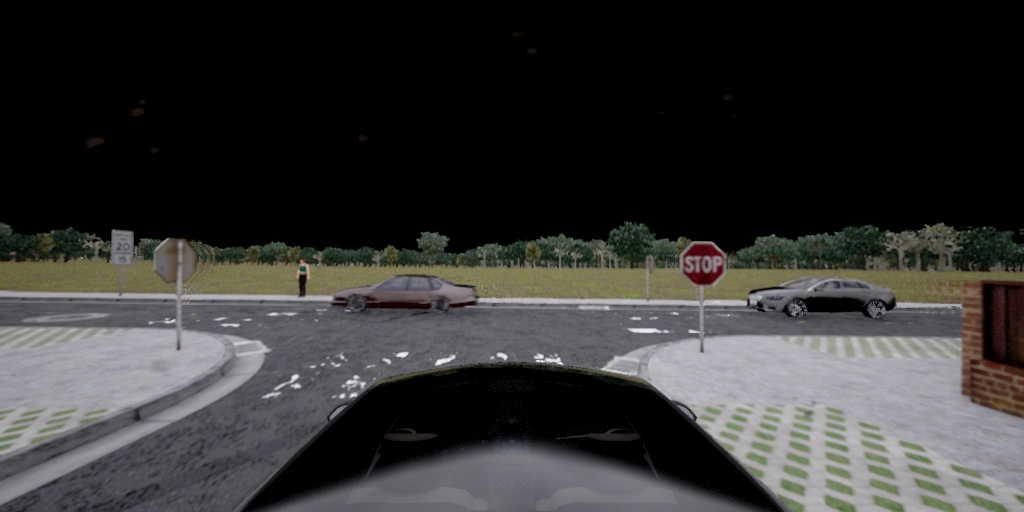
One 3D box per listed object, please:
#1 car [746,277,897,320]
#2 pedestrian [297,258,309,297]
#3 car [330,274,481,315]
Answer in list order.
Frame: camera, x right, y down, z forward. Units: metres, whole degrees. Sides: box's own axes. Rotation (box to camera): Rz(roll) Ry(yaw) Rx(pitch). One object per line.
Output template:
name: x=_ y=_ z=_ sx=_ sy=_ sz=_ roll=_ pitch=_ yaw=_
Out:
car: x=11.736 y=1.546 z=13.799 sx=4.902 sy=1.511 sz=2.128 roll=1 pitch=-1 yaw=0
pedestrian: x=-9.702 y=0.980 z=16.581 sx=0.375 sy=1.860 sz=0.375 roll=0 pitch=-2 yaw=0
car: x=-3.901 y=1.408 z=13.701 sx=5.357 sy=1.411 sz=2.033 roll=1 pitch=-1 yaw=0
